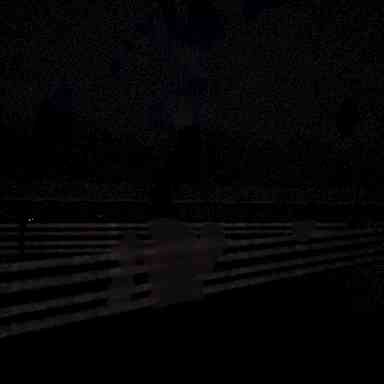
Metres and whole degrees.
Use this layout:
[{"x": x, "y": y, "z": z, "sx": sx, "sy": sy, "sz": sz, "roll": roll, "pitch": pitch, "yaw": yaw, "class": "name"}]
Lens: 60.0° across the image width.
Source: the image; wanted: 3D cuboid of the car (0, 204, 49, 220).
[{"x": -10.256, "y": 1.346, "z": 16.900, "sx": 4.902, "sy": 1.511, "sz": 2.128, "roll": 1, "pitch": 0, "yaw": -13, "class": "car"}]

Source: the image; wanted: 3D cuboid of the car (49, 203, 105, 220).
[{"x": -7.916, "y": 1.446, "z": 21.004, "sx": 4.674, "sy": 1.442, "sz": 1.812, "roll": 1, "pitch": 0, "yaw": -13, "class": "car"}]
